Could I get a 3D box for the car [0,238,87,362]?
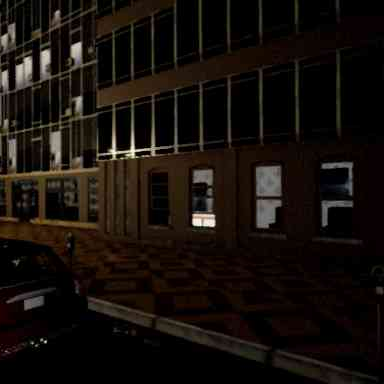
[{"bbox_3d":[-3.635,1.481,5.471,4.097,1.590,1.967,0,0,36],"label":"car"}]
